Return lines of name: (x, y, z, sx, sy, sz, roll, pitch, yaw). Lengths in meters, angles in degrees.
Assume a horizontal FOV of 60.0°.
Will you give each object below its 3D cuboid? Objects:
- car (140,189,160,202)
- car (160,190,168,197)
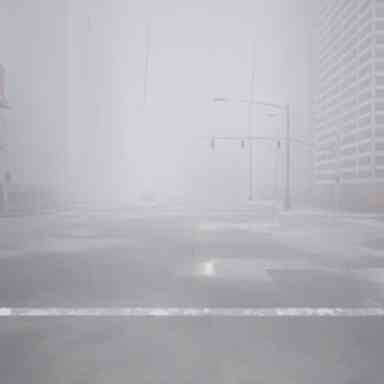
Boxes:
car: (-7.045, 0.630, 54.519, 2.150, 2.045, 5.566, 0, 2, 0)
car: (-7.068, 0.274, 81.694, 2.097, 1.767, 4.553, 0, 1, 0)
